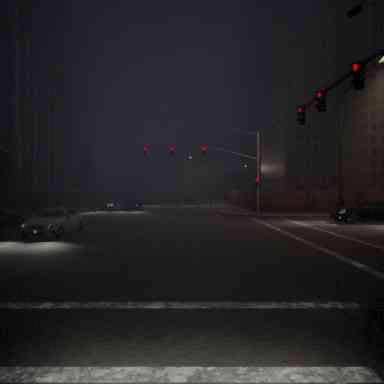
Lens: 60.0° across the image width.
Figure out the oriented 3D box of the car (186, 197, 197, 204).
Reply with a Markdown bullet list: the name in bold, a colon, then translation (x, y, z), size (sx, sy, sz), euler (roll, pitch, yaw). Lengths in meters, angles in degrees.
- **car**: translation (-0.127, 1.564, 64.979), size (1.994, 1.385, 4.181), euler (0, 0, 0)

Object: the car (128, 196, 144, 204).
- **car**: translation (-10.638, 1.547, 63.625), size (2.033, 1.411, 5.357), euler (0, 0, 0)

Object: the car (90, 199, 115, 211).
- **car**: translation (-10.679, 1.547, 40.125), size (2.033, 1.411, 5.357), euler (0, 0, 0)

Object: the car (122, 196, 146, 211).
- **car**: translation (-7.158, 1.526, 40.579), size (1.812, 1.442, 4.674), euler (0, 0, -1)

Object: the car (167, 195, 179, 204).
- **car**: translation (-3.627, 1.352, 64.942), size (2.097, 1.767, 4.553), euler (0, 0, 0)

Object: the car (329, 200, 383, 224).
- **car**: translation (12.366, 1.352, 23.919), size (4.553, 1.767, 2.097), euler (0, 0, 0)

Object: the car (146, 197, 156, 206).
- **car**: translation (-7.181, 1.525, 56.374), size (1.812, 1.442, 4.674), euler (0, 0, 0)

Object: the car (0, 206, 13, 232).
- **car**: translation (-10.636, 1.525, 17.983), size (1.812, 1.442, 4.674), euler (0, 0, 0)

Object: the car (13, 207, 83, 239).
- **car**: translation (-7.134, 1.525, 17.445), size (1.812, 1.442, 4.674), euler (0, 0, 0)
